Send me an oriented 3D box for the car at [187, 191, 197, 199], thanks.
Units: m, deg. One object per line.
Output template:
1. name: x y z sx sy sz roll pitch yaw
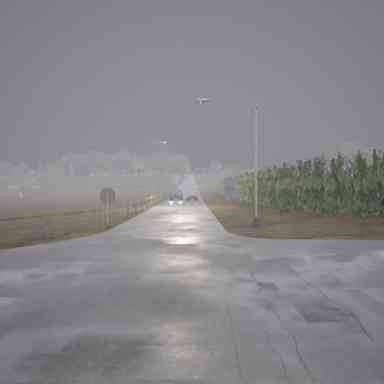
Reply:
1. car: 0.008 0.559 64.893 1.895 1.301 4.718 0 2 0

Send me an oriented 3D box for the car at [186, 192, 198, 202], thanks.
1. car: 0.007 0.805 54.864 1.812 1.442 4.674 0 2 0

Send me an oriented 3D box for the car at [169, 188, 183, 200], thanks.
1. car: -2.743 0.381 58.996 2.150 2.045 5.566 0 2 0
